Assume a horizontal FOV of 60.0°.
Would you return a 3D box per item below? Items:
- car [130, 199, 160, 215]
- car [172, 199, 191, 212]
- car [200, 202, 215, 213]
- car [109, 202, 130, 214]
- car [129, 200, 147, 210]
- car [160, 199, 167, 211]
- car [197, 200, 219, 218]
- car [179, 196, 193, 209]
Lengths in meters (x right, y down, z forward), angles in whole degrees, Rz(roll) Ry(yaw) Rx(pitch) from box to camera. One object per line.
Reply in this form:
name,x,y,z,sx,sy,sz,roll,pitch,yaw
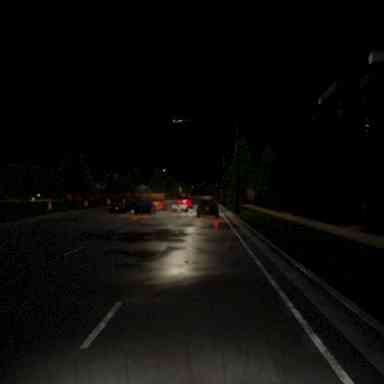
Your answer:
car,-5.263,1.779,37.832,1.882,1.535,5.008,0,0,3
car,-1.488,1.948,43.314,1.895,1.301,4.718,0,0,2
car,2.025,1.953,43.646,1.895,1.301,4.718,0,0,3
car,-8.623,1.884,40.505,1.994,1.385,4.181,0,0,3
car,-8.169,1.926,50.411,1.812,1.442,4.674,0,0,3
car,-4.819,1.736,48.168,2.097,1.767,4.553,0,0,3
car,1.566,1.623,33.457,2.097,1.767,4.553,0,0,3
car,-1.035,1.650,53.344,2.150,2.045,5.566,0,0,3
